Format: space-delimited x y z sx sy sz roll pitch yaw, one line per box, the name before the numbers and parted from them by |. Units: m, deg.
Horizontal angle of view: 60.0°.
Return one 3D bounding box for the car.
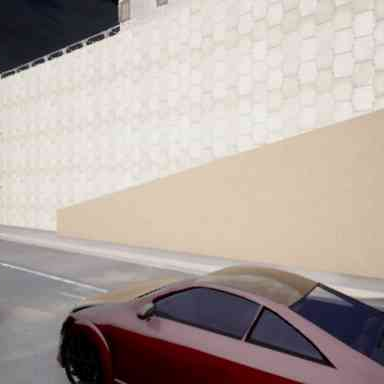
car | 0.377 1.555 3.723 4.181 1.385 1.994 0 0 35
